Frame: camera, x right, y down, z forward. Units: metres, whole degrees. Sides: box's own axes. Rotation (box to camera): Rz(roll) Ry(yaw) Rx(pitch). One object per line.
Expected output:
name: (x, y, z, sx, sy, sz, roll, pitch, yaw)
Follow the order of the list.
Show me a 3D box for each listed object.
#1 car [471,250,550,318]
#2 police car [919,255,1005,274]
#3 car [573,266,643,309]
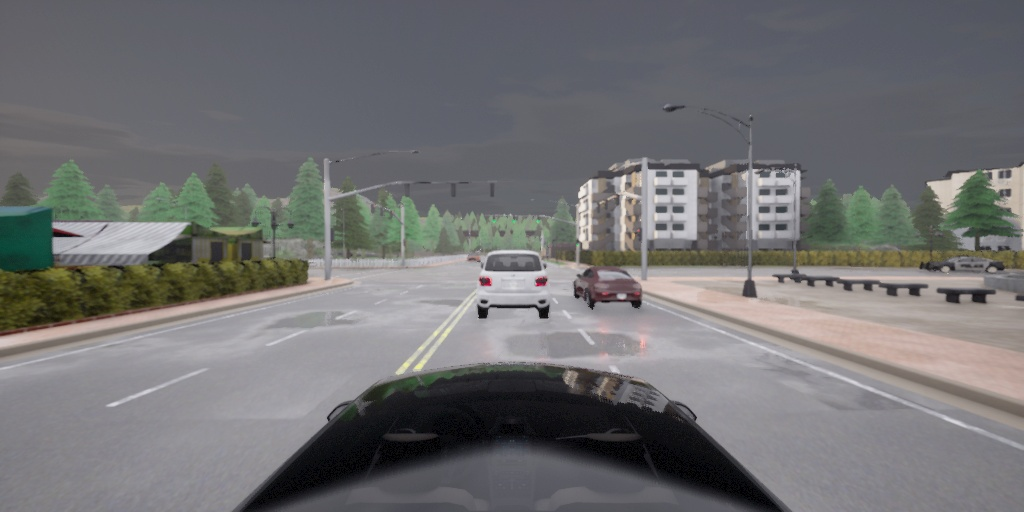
car: (0.057, 0.826, 12.424, 2.150, 2.045, 5.566, 0, 1, 0)
police car: (41.754, 0.745, 33.420, 5.238, 1.638, 1.930, 0, 1, 21)
car: (3.570, 1.111, 13.906, 1.812, 1.442, 4.674, 0, 1, 0)
